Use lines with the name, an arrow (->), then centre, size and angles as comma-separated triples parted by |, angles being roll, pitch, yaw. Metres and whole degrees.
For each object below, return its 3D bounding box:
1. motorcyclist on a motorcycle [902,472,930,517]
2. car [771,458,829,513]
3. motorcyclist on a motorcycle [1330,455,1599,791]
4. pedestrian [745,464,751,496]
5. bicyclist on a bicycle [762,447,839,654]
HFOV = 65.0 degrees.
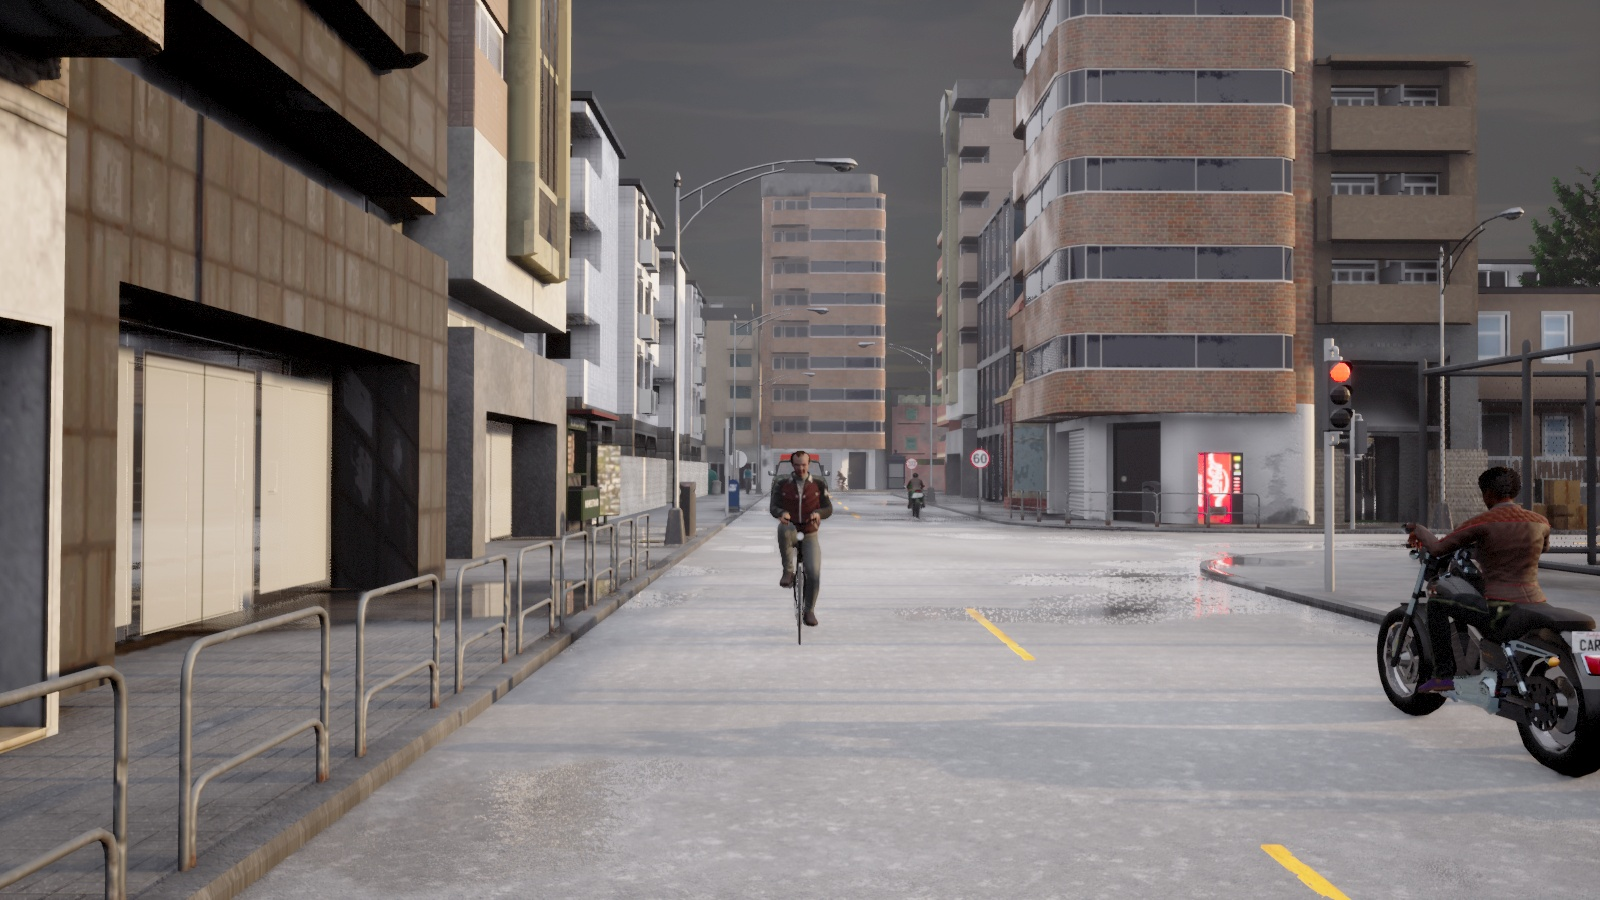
motorcyclist on a motorcycle -> 3.949, 1.499, 42.875 | 0.797, 1.523, 2.044 | 0, -1, 1
car -> -0.029, 1.368, 49.796 | 2.150, 2.045, 5.566 | 0, -1, -1
motorcyclist on a motorcycle -> 3.999, 0.872, 7.367 | 0.766, 1.649, 2.350 | 0, -1, 0
pedestrian -> -3.151, 1.809, 75.966 | 0.396, 1.930, 0.692 | 0, -1, -3
bicyclist on a bicycle -> 0.008, 0.881, 11.694 | 0.659, 1.776, 1.843 | 0, -1, 0
